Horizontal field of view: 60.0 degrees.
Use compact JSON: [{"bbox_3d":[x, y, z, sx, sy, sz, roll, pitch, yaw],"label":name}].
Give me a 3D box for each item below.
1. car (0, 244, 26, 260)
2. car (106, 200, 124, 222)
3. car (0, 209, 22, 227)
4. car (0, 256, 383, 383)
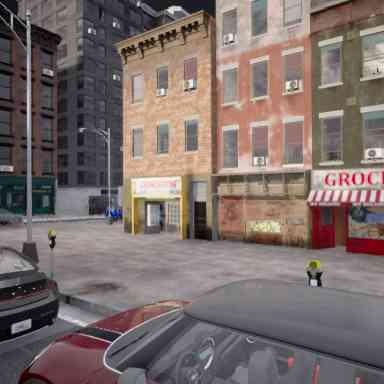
[{"bbox_3d":[-4.044,1.552,5.695,4.403,1.369,2.008,0,0,35],"label":"car"},{"bbox_3d":[-5.477,1.776,31.407,2.150,2.045,5.566,-1,-2,36],"label":"car"},{"bbox_3d":[-14.527,1.860,23.862,1.994,1.385,4.181,-1,-2,36],"label":"car"},{"bbox_3d":[0.440,1.440,2.504,4.097,1.590,1.967,0,0,35],"label":"car"}]
